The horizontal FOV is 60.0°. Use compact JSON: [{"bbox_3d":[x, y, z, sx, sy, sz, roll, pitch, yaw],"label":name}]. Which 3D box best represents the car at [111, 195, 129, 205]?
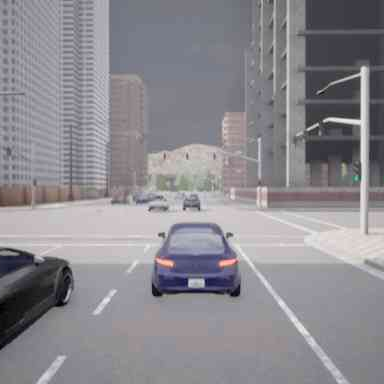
[{"bbox_3d":[-10.581,1.180,49.054,1.994,1.385,4.181,0,1,1],"label":"car"}]

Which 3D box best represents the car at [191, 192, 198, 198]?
[{"bbox_3d":[0.670,0.768,86.023,1.812,1.442,4.674,0,0,1],"label":"car"}]

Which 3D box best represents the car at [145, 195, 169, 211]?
[{"bbox_3d":[-3.520,1.318,36.076,1.895,1.301,4.718,0,0,0],"label":"car"}]

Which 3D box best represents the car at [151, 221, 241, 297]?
[{"bbox_3d":[0.093,1.460,8.293,1.812,1.442,4.674,0,0,0],"label":"car"}]

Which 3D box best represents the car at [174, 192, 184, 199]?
[{"bbox_3d":[-3.016,0.997,75.792,1.895,1.301,4.718,0,0,1],"label":"car"}]

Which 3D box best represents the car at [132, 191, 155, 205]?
[{"bbox_3d":[-7.077,1.092,49.281,1.882,1.535,5.008,0,0,1],"label":"car"}]

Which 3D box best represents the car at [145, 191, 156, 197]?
[{"bbox_3d":[-9.937,0.466,80.180,1.882,1.535,5.008,0,0,1],"label":"car"}]

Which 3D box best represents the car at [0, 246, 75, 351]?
[{"bbox_3d":[-3.429,1.522,5.211,1.994,1.385,4.181,0,0,1],"label":"car"}]

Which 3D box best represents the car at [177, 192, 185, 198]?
[{"bbox_3d":[-2.829,0.721,86.086,1.882,1.535,5.008,0,0,1],"label":"car"}]

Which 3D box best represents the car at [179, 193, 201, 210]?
[{"bbox_3d":[-0.017,1.197,37.662,2.128,1.511,4.902,0,0,0],"label":"car"}]

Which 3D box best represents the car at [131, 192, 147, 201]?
[{"bbox_3d":[-10.248,0.846,64.679,2.097,1.767,4.553,0,0,2],"label":"car"}]
